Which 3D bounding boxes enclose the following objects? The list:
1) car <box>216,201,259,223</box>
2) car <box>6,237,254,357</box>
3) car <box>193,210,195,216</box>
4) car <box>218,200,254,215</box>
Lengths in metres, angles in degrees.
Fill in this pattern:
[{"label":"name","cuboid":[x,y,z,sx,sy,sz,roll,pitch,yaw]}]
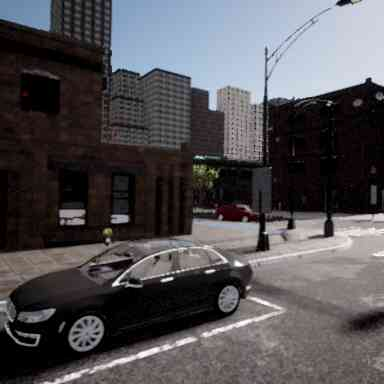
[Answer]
[{"label":"car","cuboid":[3.745,1.654,25.894,1.887,1.381,4.507,1,-1,-35]},{"label":"car","cuboid":[-0.811,1.557,5.957,4.403,1.369,2.008,0,1,-35]},{"label":"car","cuboid":[-1.397,1.768,33.282,1.802,1.307,4.206,1,-1,-35]},{"label":"car","cuboid":[5.066,1.818,39.120,1.967,1.590,4.097,1,-1,-35]}]
